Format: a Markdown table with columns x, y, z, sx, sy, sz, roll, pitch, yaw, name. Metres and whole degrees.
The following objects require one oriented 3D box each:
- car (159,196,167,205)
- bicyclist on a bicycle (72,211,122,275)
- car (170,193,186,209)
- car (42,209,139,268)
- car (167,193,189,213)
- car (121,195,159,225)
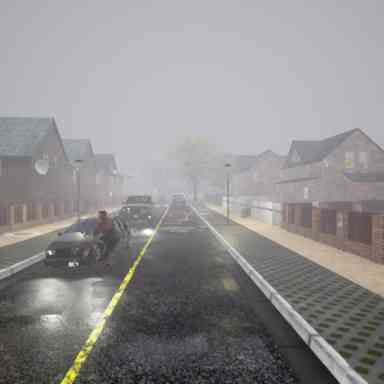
| x | y | z | sx | sy | sz | roll | pitch | yaw | name |
| --- | --- | --- | --- | --- | --- | --- | --- | --- | --- |
| -5.253 | 1.430 | 58.743 | 1.882 | 1.535 | 5.008 | 0 | 0 | -2 | car |
| -2.387 | 1.331 | 8.816 | 0.582 | 1.620 | 1.656 | -8 | -23 | 33 | bicyclist on a bicycle |
| -1.885 | 1.190 | 46.782 | 2.150 | 2.045 | 5.566 | 0 | 0 | -1 | car |
| -3.277 | 1.547 | 11.579 | 2.033 | 1.411 | 5.357 | 0 | 0 | -2 | car |
| -1.427 | 1.335 | 36.935 | 2.097 | 1.767 | 4.553 | 0 | 0 | -2 | car |
| -3.800 | 1.220 | 24.238 | 2.150 | 2.045 | 5.566 | 0 | 0 | -3 | car |
